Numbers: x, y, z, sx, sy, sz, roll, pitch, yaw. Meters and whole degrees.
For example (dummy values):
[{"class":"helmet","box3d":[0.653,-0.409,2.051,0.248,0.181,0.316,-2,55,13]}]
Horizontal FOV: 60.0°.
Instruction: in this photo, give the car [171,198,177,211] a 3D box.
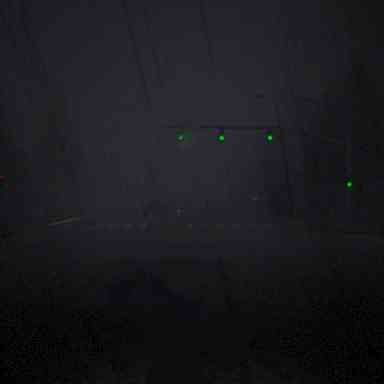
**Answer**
[{"class":"car","box3d":[-3.383,1.648,43.013,1.812,1.442,4.674,0,0,2]}]

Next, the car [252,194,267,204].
[{"class":"car","box3d":[14.574,1.396,69.423,5.566,2.045,2.150,0,0,-43]}]

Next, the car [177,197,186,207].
[{"class":"car","box3d":[-2.264,1.658,53.309,1.837,1.490,4.892,0,0,13]}]

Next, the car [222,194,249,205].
[{"class":"car","box3d":[8.064,1.378,61.122,2.150,2.045,5.566,0,0,30]}]

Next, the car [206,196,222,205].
[{"class":"car","box3d":[4.319,1.517,61.543,2.097,1.767,4.553,0,0,30]}]

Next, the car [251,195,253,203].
[{"class":"car","box3d":[10.097,1.705,69.840,1.812,1.442,4.674,0,0,44]}]

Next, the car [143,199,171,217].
[{"class":"car","box3d":[-3.593,1.639,33.140,2.033,1.411,5.357,0,0,0]}]
